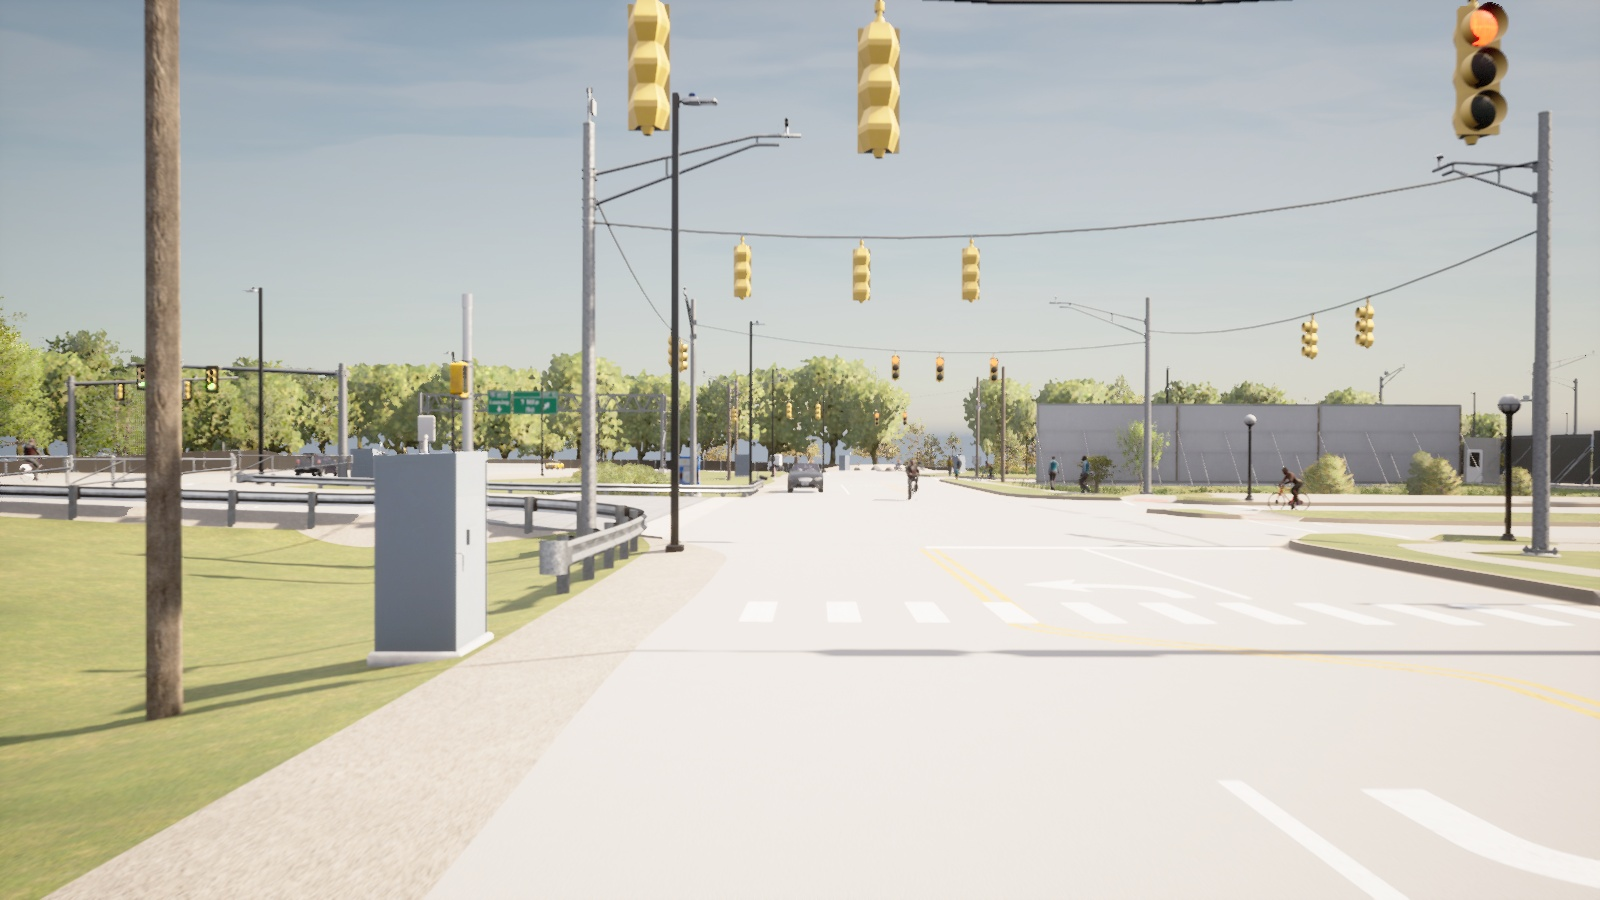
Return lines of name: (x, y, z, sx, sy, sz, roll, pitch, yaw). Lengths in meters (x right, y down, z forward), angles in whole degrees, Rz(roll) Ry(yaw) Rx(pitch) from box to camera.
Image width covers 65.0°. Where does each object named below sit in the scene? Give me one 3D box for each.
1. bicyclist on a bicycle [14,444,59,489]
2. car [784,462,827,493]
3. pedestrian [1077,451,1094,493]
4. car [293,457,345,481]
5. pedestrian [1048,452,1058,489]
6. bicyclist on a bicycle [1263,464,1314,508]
bicyclist on a bicycle: (-30.908, 0.681, 50.852, 0.659, 1.776, 1.843, 0, -1, 1)
car: (0.323, 1.402, 65.483, 2.128, 1.511, 4.902, 0, 0, 1)
pedestrian: (13.260, 0.994, 58.353, 0.692, 1.930, 0.396, 0, 1, 38)
car: (-30.605, 1.218, 80.013, 1.845, 1.501, 3.633, 0, -1, 1)
pedestrian: (13.217, 1.069, 65.555, 0.396, 1.930, 0.692, 0, 1, 0)
bicyclist on a bicycle: (18.131, 1.325, 46.606, 1.656, 1.620, 0.582, 0, 0, -5)
